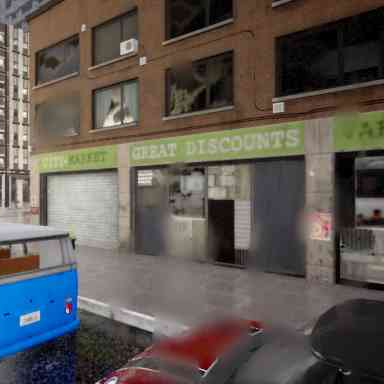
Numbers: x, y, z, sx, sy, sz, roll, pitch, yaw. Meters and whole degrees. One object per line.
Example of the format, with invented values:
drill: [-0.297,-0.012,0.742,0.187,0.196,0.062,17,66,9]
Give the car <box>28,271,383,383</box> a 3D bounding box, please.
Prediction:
car: [1.112,1.440,1.933,4.097,1.590,1.967,0,0,35]

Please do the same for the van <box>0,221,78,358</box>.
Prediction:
van: [-3.528,1.343,5.228,3.998,1.788,1.690,0,0,35]
